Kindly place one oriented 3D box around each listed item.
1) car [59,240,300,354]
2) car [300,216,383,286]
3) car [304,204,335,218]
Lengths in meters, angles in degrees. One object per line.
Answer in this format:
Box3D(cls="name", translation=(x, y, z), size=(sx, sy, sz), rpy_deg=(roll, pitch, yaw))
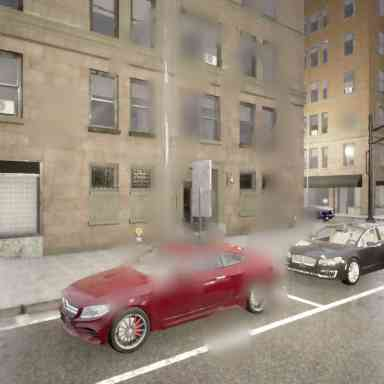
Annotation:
Box3D(cls="car", translation=(-0.172, 1.582, 6.055), size=(4.206, 1.307, 1.802), rpy_deg=(0, 0, -35))
Box3D(cls="car", translation=(4.462, 1.550, 9.343), size=(4.403, 1.369, 2.008), rpy_deg=(0, 0, -35))
Box3D(cls="car", translation=(8.246, 1.516, 25.155), size=(1.895, 1.301, 4.718), rpy_deg=(0, 0, -35))
